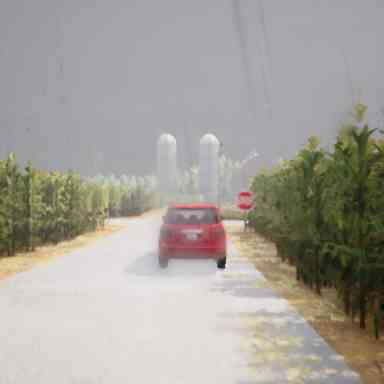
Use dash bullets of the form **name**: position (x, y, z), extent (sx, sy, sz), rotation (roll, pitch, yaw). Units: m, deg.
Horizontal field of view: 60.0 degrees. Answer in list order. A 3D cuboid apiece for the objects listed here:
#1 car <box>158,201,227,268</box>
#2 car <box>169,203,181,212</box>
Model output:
- **car**: position (0.027, 1.459, 12.269), extent (2.150, 2.045, 5.566), rotation (0, -2, 0)
- **car**: position (-3.137, 2.852, 61.532), extent (1.882, 1.535, 5.008), rotation (0, -1, 1)
